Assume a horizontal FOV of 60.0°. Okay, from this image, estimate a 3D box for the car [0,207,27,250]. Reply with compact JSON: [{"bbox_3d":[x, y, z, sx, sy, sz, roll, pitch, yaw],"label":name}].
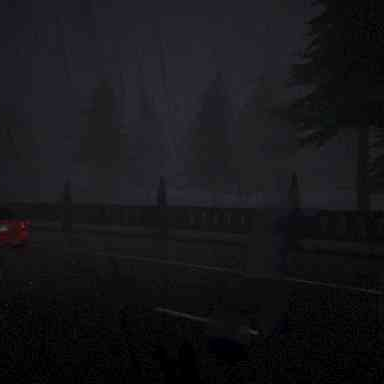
[{"bbox_3d":[-8.580,1.334,12.848,4.553,1.767,2.097,0,0,28],"label":"car"}]
